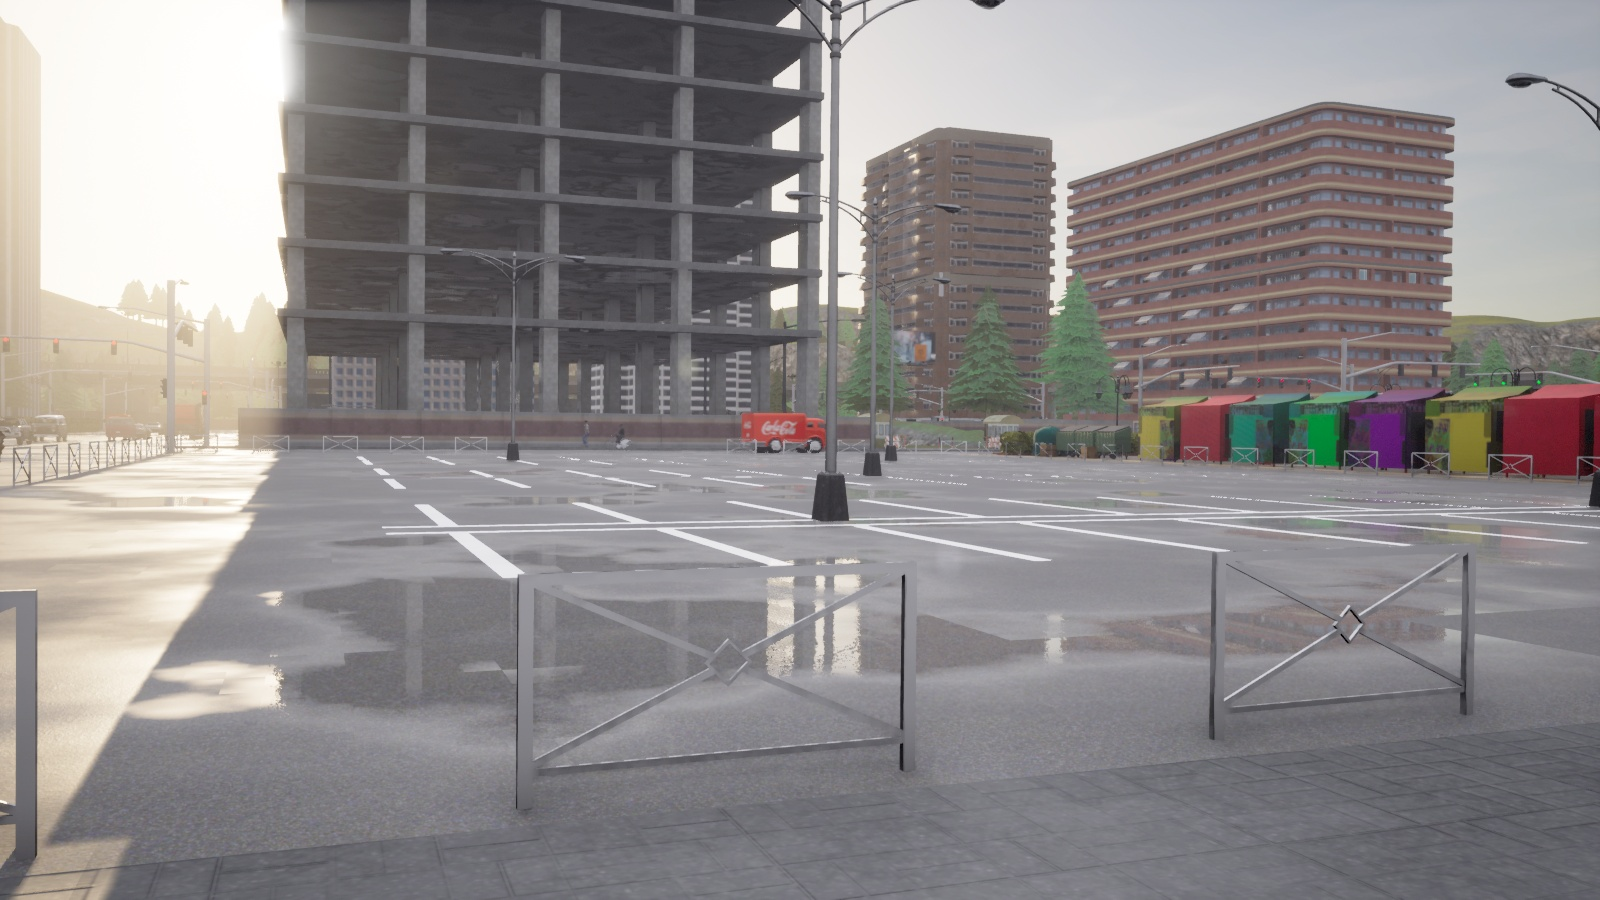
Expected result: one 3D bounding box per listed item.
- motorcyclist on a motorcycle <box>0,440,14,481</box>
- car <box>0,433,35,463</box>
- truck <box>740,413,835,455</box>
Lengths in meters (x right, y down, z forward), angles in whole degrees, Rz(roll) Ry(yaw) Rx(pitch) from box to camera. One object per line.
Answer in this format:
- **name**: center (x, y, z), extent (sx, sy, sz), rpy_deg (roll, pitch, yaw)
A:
- **motorcyclist on a motorcycle**: center (-30.371, 0.392, 47.284), extent (0.866, 1.530, 2.191), rpy_deg (-1, 1, -21)
- **car**: center (-51.124, -0.155, 81.270), extent (1.932, 1.855, 4.605), rpy_deg (-1, 1, -21)
- **truck**: center (-0.773, -0.981, 76.533), extent (5.204, 2.467, 2.627), rpy_deg (-1, 1, -21)
